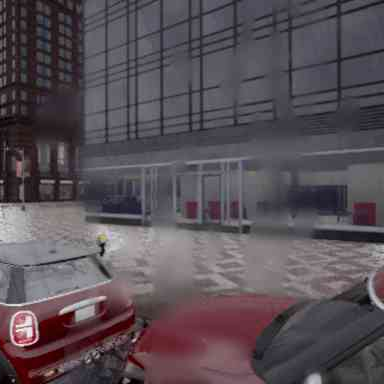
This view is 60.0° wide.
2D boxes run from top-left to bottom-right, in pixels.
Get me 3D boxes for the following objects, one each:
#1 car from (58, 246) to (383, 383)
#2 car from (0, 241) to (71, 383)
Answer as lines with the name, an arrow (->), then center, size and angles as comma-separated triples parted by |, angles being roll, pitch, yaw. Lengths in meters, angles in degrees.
car -> 1.742, 1.310, 1.830 | 5.009, 1.841, 2.192 | -1, 0, 35
car -> -2.856, 1.493, 5.109 | 4.097, 1.590, 1.967 | -1, 0, 35
